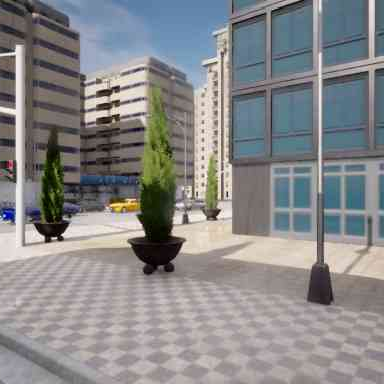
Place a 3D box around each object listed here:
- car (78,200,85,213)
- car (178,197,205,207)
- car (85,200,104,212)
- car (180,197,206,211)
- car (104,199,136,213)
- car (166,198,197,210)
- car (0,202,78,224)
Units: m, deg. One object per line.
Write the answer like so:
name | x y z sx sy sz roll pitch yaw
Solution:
car | -12.488 1.581 30.236 1.812 1.442 4.674 0 0 35
car | -0.023 1.581 53.833 1.812 1.442 4.674 0 0 36
car | -11.806 1.619 37.283 1.994 1.385 4.181 0 0 35
car | -0.079 1.656 41.373 1.895 1.301 4.718 0 0 35
car | -7.163 1.533 37.783 1.882 1.535 5.008 0 0 35
car | -1.383 1.581 45.911 1.812 1.442 4.674 0 0 35
car | -11.576 1.533 25.234 1.882 1.535 5.008 0 0 36
